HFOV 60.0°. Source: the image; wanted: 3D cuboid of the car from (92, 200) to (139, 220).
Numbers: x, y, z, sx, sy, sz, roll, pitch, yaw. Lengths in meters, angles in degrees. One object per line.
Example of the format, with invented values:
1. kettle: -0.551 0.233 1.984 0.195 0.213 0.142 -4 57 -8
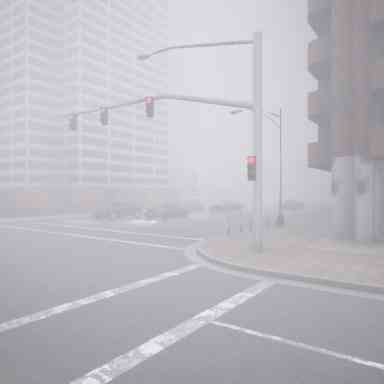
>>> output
1. car: -6.192 1.505 28.138 1.837 1.490 4.892 0 0 35

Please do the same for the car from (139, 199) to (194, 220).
1. car: -2.082 1.564 27.899 1.994 1.385 4.181 0 0 35

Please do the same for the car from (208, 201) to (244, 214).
1. car: 3.788 1.601 36.235 1.895 1.301 4.718 0 0 35

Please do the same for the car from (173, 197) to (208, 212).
1. car: -0.474 1.564 36.265 1.994 1.385 4.181 0 0 35

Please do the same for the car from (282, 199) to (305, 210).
1. car: 13.209 1.564 43.283 1.994 1.385 4.181 0 0 35
